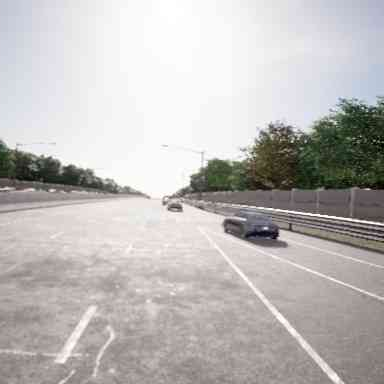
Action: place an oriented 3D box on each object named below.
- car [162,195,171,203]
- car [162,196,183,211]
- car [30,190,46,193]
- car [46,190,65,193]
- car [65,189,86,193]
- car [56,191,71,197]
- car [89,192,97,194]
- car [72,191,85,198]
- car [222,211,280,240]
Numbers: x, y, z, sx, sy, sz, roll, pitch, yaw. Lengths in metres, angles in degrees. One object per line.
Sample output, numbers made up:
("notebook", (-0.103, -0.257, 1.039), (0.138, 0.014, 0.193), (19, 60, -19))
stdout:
("car", (-7.024, 1.890, 91.791), (2.150, 2.045, 5.566), (4, -1, -5))
("car", (-2.374, 1.738, 44.572), (2.033, 1.411, 5.357), (4, -1, -9))
("car", (-29.249, 0.266, 63.481), (2.033, 1.411, 5.357), (4, -1, -5))
("car", (-25.768, 0.462, 63.776), (1.837, 1.490, 4.892), (4, -1, -5))
("car", (-22.292, 0.722, 64.069), (1.812, 1.442, 4.674), (4, -1, -4))
("car", (-30.546, 0.497, 79.230), (1.895, 1.301, 4.718), (4, -1, -5))
("car", (-23.584, 0.897, 79.843), (1.812, 1.442, 4.674), (4, -1, -5))
("car", (-27.061, 0.638, 79.545), (1.837, 1.490, 4.892), (4, -1, -5))
("car", (3.244, 1.799, 18.982), (1.994, 1.385, 4.181), (4, 0, -15))
